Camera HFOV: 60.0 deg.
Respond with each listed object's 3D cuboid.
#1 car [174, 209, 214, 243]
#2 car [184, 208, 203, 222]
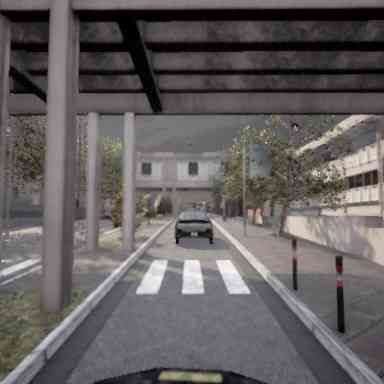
[{"bbox_3d":[0.102,1.739,17.299,2.128,1.511,4.902,0,-1,0],"label":"car"},{"bbox_3d":[0.101,2.437,35.433,1.895,1.301,4.718,0,-2,0],"label":"car"}]
